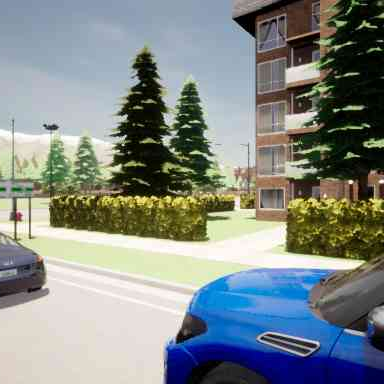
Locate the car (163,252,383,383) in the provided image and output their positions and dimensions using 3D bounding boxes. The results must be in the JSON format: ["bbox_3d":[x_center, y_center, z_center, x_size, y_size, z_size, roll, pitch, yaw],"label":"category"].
[{"bbox_3d":[2.377,1.221,2.293,5.566,2.045,2.150,0,0,36],"label":"car"}]

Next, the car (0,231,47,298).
[{"bbox_3d":[-5.238,1.564,7.698,4.181,1.385,1.994,0,0,36],"label":"car"}]
